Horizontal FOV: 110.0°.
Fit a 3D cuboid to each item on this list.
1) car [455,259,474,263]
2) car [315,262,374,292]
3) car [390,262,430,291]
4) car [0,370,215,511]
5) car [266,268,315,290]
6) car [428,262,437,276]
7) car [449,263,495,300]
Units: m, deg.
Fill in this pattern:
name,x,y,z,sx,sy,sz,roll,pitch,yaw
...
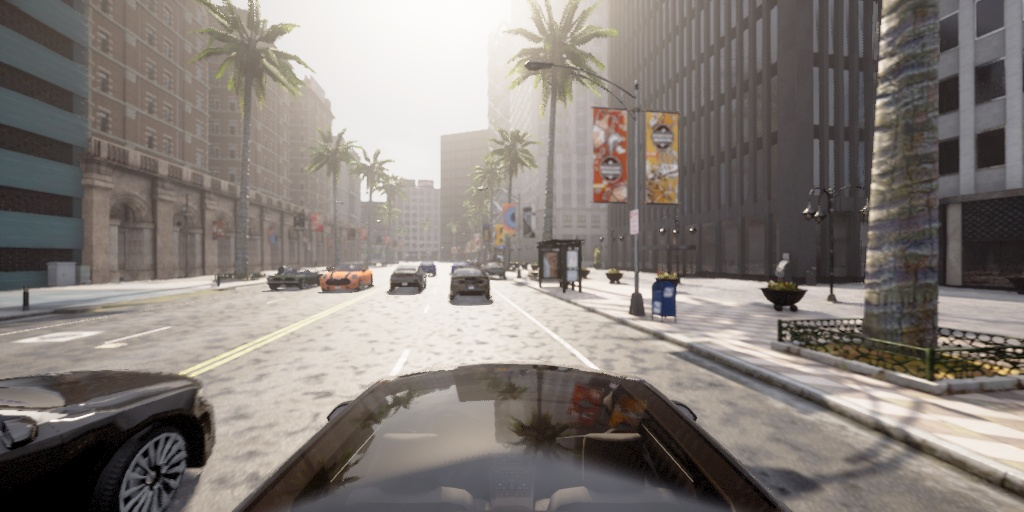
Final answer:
name,x,y,z,sx,sy,sz,roll,pitch,yaw
car,-5.225,1.354,36.417,1.882,1.535,5.008,0,0,-10
car,-10.040,1.180,22.147,2.097,1.767,4.553,0,0,-9
car,-6.439,1.333,22.550,1.837,1.490,4.892,0,0,-9
car,-3.547,1.241,1.176,2.128,1.511,4.902,0,0,0
car,-13.745,1.436,23.143,1.895,1.301,4.718,0,0,-9
car,-9.281,1.368,39.406,1.882,1.535,5.008,0,-1,-10
car,-2.217,1.288,18.450,1.882,1.535,5.008,0,0,-9
